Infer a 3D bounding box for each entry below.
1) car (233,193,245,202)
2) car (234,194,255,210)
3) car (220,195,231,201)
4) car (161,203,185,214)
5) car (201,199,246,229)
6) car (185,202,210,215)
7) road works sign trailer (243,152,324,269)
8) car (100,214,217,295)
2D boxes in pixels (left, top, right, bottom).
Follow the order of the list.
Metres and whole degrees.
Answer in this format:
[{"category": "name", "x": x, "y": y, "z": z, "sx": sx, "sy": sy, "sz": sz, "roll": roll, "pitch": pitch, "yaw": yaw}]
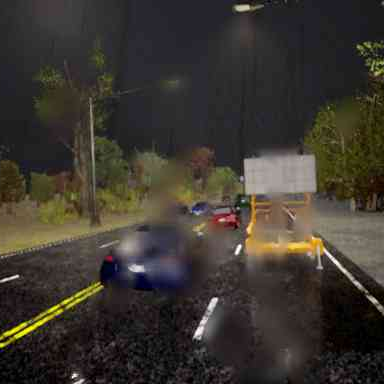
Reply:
[{"category": "car", "x": 10.197, "y": 1.240, "z": 71.678, "sx": 2.097, "sy": 1.767, "sz": 4.553, "roll": -2, "pitch": 0, "yaw": 13}, {"category": "car", "x": 6.676, "y": 1.192, "z": 41.783, "sx": 2.150, "sy": 2.045, "sz": 5.566, "roll": -2, "pitch": 0, "yaw": 13}, {"category": "car", "x": 7.611, "y": 1.489, "z": 74.831, "sx": 1.837, "sy": 1.490, "sz": 4.892, "roll": -2, "pitch": 0, "yaw": 13}, {"category": "car", "x": -1.686, "y": 1.856, "z": 35.163, "sx": 2.033, "sy": 1.411, "sz": 5.357, "roll": -2, "pitch": 0, "yaw": 13}, {"category": "car", "x": 2.249, "y": 1.620, "z": 22.317, "sx": 1.994, "sy": 1.385, "sz": 4.181, "roll": -8, "pitch": 1, "yaw": 13}, {"category": "car", "x": 1.028, "y": 1.711, "z": 32.460, "sx": 1.812, "sy": 1.442, "sz": 4.674, "roll": -2, "pitch": 0, "yaw": 13}, {"category": "road works sign trailer", "x": 3.016, "y": 0.492, "z": 11.346, "sx": 2.380, "sy": 3.560, "sz": 2.880, "roll": -2, "pitch": 0, "yaw": 13}, {"category": "car", "x": -0.700, "y": 1.525, "z": 8.743, "sx": 1.994, "sy": 1.385, "sz": 4.181, "roll": 0, "pitch": 0, "yaw": 12}]
